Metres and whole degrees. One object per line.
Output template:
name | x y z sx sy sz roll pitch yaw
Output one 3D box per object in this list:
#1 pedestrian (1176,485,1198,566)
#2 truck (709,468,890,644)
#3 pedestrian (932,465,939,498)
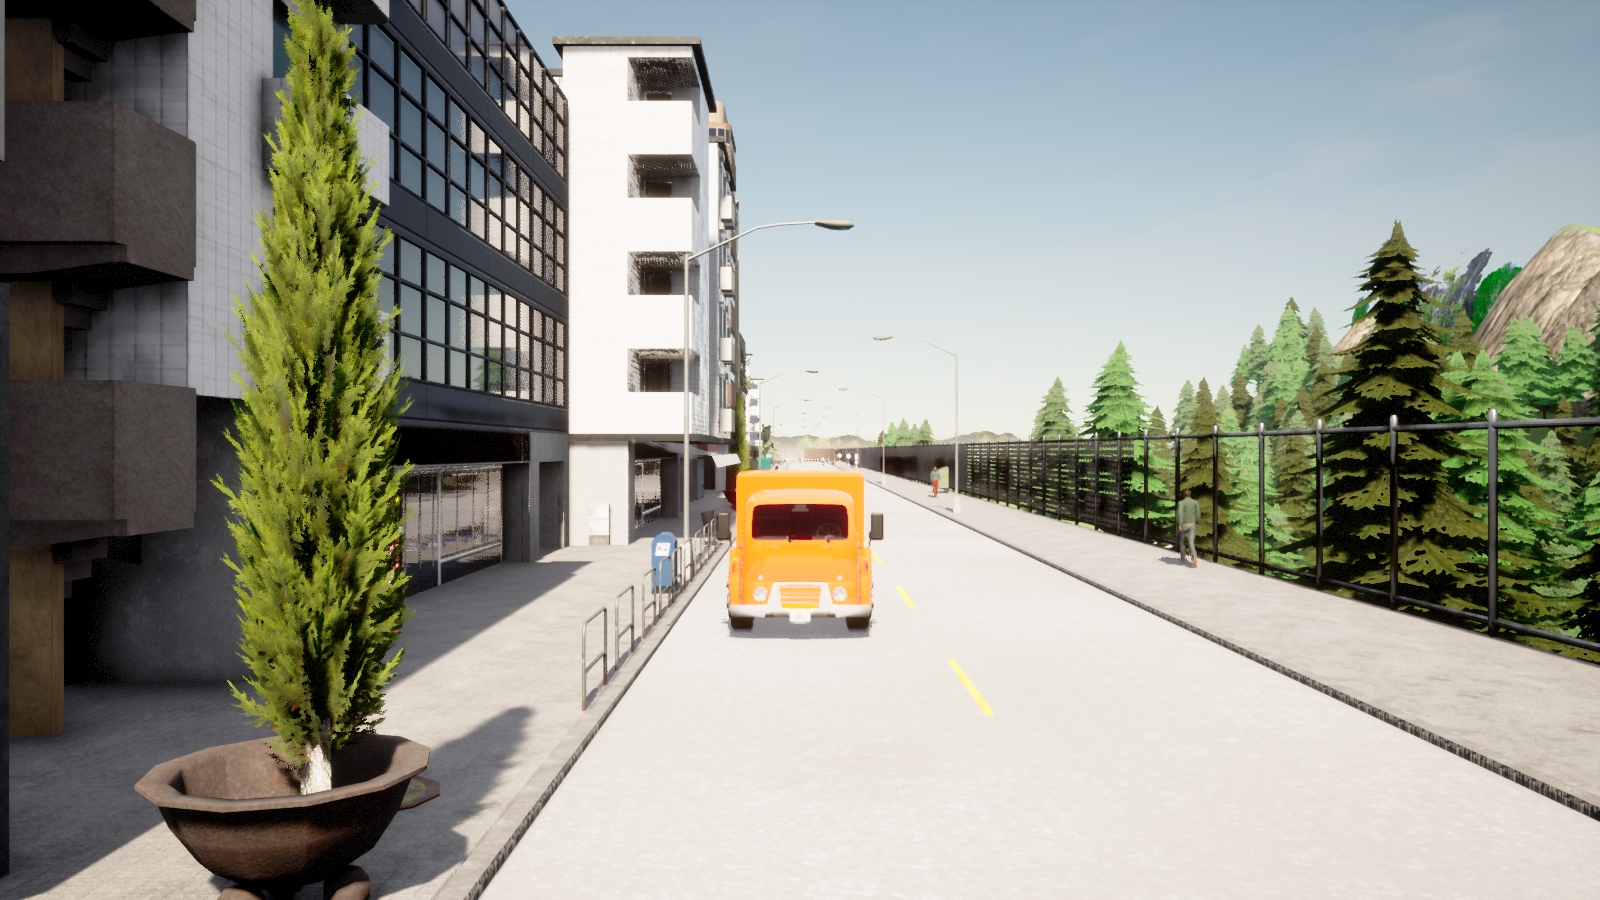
pedestrian | 9.018 1.755 26.598 0.375 1.860 0.375 0 0 -2
truck | 0.001 1.576 19.180 2.627 2.467 5.204 0 0 0
pedestrian | 7.671 1.770 64.811 0.375 1.860 0.375 0 0 0
